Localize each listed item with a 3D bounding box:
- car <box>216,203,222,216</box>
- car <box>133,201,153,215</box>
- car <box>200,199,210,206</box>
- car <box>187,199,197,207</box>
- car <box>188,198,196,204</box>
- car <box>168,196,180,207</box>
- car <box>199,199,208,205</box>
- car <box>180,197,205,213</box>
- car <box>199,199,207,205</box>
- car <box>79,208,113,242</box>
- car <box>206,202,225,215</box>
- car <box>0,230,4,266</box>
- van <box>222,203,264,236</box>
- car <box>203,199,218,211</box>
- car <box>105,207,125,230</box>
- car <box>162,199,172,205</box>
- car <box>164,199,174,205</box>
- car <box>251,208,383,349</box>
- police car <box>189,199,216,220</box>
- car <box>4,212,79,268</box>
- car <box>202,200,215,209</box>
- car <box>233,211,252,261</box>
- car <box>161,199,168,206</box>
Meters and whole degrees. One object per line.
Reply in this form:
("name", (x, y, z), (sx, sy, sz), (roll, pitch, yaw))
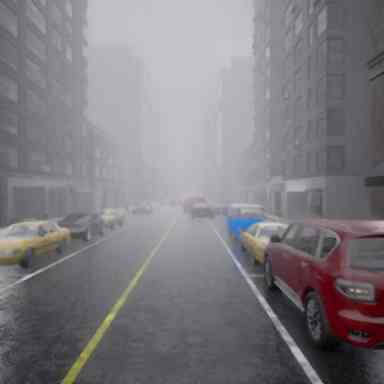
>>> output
("car", (2.755, 1.879, 33.843), (2.008, 1.369, 4.403), (-1, -1, 0))
("car", (-5.772, 1.825, 39.350), (1.967, 1.590, 4.097), (-1, -1, 0))
("car", (2.756, 2.299, 72.377), (1.947, 1.339, 4.313), (-1, -1, 0))
("car", (0.004, 2.175, 67.883), (1.837, 1.490, 4.892), (0, -1, 0))
("car", (0.005, 2.256, 82.783), (1.882, 1.535, 5.008), (0, -1, 0))
("car", (-3.007, 1.879, 65.297), (2.150, 2.045, 5.566), (0, -1, 0))
("car", (2.756, 2.337, 77.882), (1.887, 1.381, 4.507), (-1, -1, 0))
("car", (0.337, 1.620, 41.739), (2.150, 2.045, 5.566), (-1, -1, -12))
("car", (2.757, 2.397, 83.387), (1.887, 1.381, 4.507), (-1, -1, 0))
("car", (-5.771, 1.730, 17.328), (1.947, 1.339, 4.313), (-1, -1, 0))
("car", (2.755, 1.929, 39.348), (1.887, 1.381, 4.507), (-1, -1, 0))
("car", (-5.773, 1.500, 6.321), (1.967, 1.590, 4.097), (-1, -1, 0))
("van", (2.751, 1.505, 17.331), (1.690, 1.788, 3.998), (-1, -1, 0))
("car", (2.753, 1.939, 50.359), (1.967, 1.590, 4.097), (-1, -1, 0))
("car", (-5.771, 1.742, 22.665), (1.752, 1.417, 4.829), (-1, -1, 0))
("car", (-5.769, 2.359, 77.882), (1.947, 1.339, 4.313), (-1, -1, 0))
("car", (-5.768, 2.403, 83.387), (2.008, 1.369, 4.403), (-1, -1, 0))
("car", (2.750, 1.375, 6.322), (2.192, 1.841, 5.009), (-1, -1, 0))
("police car", (0.902, 1.735, 32.056), (1.930, 1.638, 5.238), (0, -1, 0))
("car", (-5.771, 1.635, 11.654), (1.752, 1.417, 4.829), (-1, -1, 0))
("car", (2.755, 2.101, 55.863), (1.887, 1.381, 4.507), (-1, -1, 0))
("car", (2.753, 1.638, 11.995), (1.752, 1.417, 4.829), (-1, -1, 0))
("car", (-5.770, 2.173, 72.379), (1.967, 1.590, 4.097), (-1, -1, 0))
